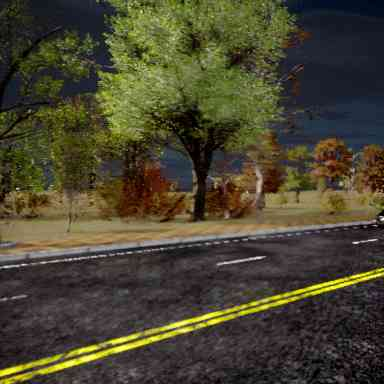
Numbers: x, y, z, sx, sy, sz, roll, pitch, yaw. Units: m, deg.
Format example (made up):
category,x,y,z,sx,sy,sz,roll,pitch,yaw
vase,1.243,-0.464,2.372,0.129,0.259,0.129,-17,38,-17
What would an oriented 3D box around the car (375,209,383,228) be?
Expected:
category,x,y,z,sx,sy,sz,roll,pitch,yaw
car,13.094,1.415,20.186,4.892,1.490,1.837,0,0,-32
